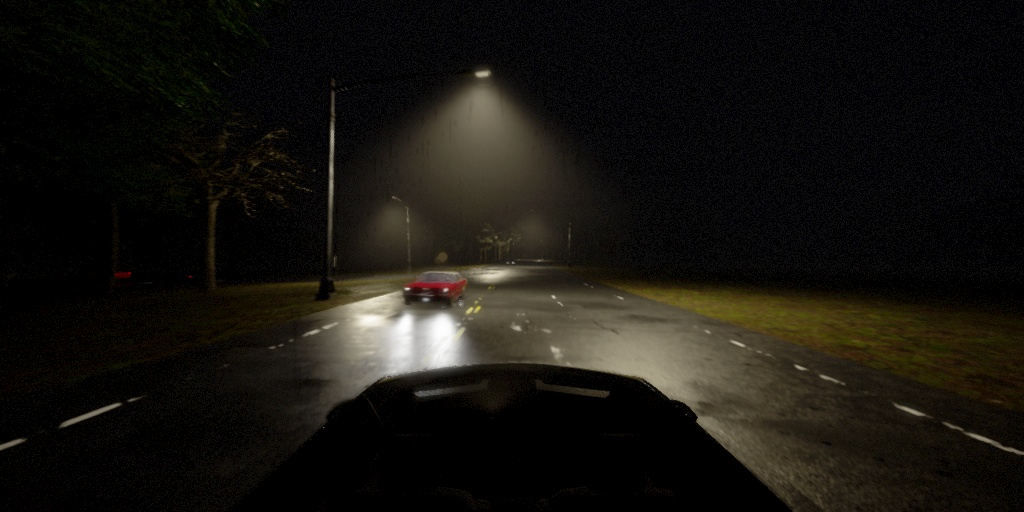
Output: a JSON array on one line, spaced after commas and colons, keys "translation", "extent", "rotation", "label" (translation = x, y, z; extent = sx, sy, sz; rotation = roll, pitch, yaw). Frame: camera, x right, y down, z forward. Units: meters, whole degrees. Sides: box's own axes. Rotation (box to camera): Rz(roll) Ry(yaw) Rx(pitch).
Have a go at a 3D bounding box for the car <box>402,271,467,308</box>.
[{"translation": [-3.156, 1.329, 15.454], "extent": [1.895, 1.301, 4.718], "rotation": [1, 0, 1], "label": "car"}]
